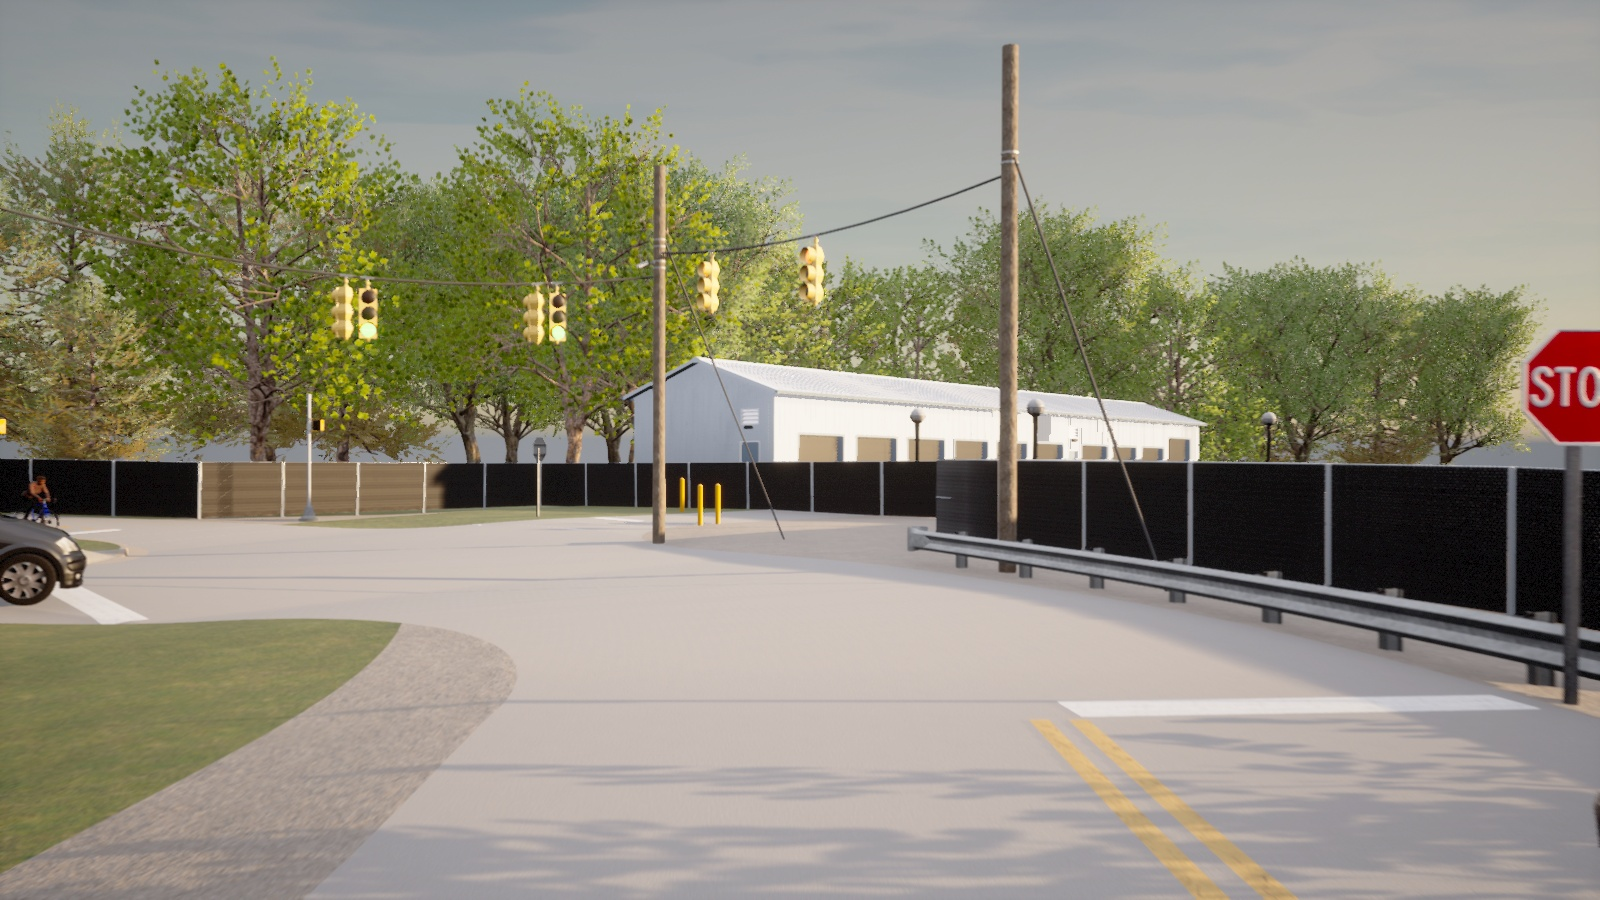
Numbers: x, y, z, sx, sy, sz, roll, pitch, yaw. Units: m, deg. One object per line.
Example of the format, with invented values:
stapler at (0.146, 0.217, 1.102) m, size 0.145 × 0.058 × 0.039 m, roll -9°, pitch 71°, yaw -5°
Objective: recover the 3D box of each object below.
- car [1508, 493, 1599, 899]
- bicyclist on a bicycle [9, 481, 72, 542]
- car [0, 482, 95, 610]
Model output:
car at (3.496, 0.855, 2.464) m, size 1.816 × 1.474 × 4.193 m, roll 0°, pitch -1°, yaw 0°
bicyclist on a bicycle at (-21.333, 1.718, 35.287) m, size 1.656 × 1.620 × 0.582 m, roll 1°, pitch 2°, yaw 20°
car at (-11.749, 1.206, 16.674) m, size 3.988 × 1.617 × 1.851 m, roll 5°, pitch -2°, yaw -32°
